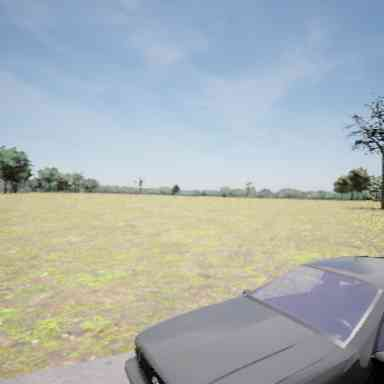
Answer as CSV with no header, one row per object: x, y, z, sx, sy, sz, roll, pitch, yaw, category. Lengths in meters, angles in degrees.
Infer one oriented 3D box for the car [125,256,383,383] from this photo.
2.038,1.549,3.898,5.357,1.411,2.033,1,0,-25,car
